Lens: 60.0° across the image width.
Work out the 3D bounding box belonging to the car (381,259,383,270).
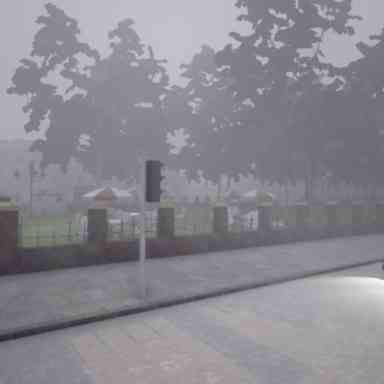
[{"bbox_3d":[7.328,1.689,9.549,4.181,1.385,1.994,1,0,-34],"label":"car"}]
